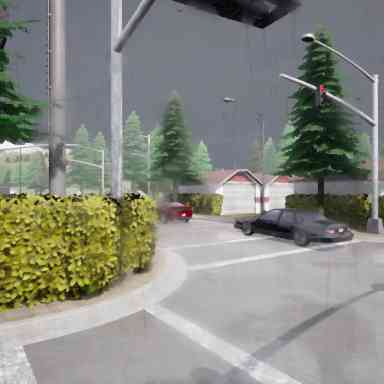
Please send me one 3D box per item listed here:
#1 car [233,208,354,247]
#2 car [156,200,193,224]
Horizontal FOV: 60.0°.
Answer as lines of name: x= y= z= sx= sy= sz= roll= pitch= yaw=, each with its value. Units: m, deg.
car: x=4.253 y=1.422 z=14.783 sx=2.033 sy=1.411 sz=5.357 roll=0 pitch=2 yaw=-35
car: x=-1.943 y=1.305 z=23.378 sx=1.882 sy=1.535 sz=5.008 roll=-1 pitch=1 yaw=-35
